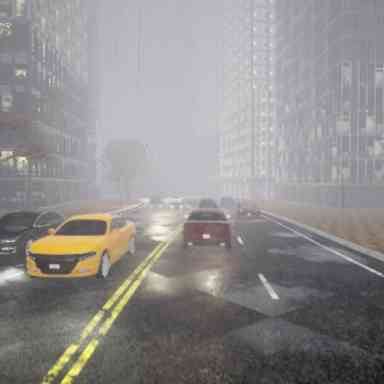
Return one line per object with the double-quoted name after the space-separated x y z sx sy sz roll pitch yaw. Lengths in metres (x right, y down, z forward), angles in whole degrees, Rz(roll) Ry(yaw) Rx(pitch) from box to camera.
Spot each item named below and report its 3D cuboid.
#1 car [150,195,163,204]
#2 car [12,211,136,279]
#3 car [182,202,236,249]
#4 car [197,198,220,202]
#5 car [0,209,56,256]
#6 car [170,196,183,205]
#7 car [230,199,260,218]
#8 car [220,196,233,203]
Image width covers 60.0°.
-5.909 1.239 55.247 1.882 1.535 5.008 0 0 -4 "car"
-3.045 1.427 10.124 1.882 1.535 5.008 0 0 3 "car"
0.655 1.420 14.287 1.882 1.535 5.008 0 0 3 "car"
1.531 1.336 33.822 1.882 1.535 5.008 0 0 1 "car"
-6.187 1.435 12.555 1.837 1.490 4.892 0 0 3 "car"
-2.451 1.298 52.706 1.812 1.442 4.674 0 0 -4 "car"
4.626 1.490 28.709 1.895 1.301 4.718 0 0 3 "car"
4.566 1.289 45.059 1.882 1.535 5.008 0 1 -1 "car"
